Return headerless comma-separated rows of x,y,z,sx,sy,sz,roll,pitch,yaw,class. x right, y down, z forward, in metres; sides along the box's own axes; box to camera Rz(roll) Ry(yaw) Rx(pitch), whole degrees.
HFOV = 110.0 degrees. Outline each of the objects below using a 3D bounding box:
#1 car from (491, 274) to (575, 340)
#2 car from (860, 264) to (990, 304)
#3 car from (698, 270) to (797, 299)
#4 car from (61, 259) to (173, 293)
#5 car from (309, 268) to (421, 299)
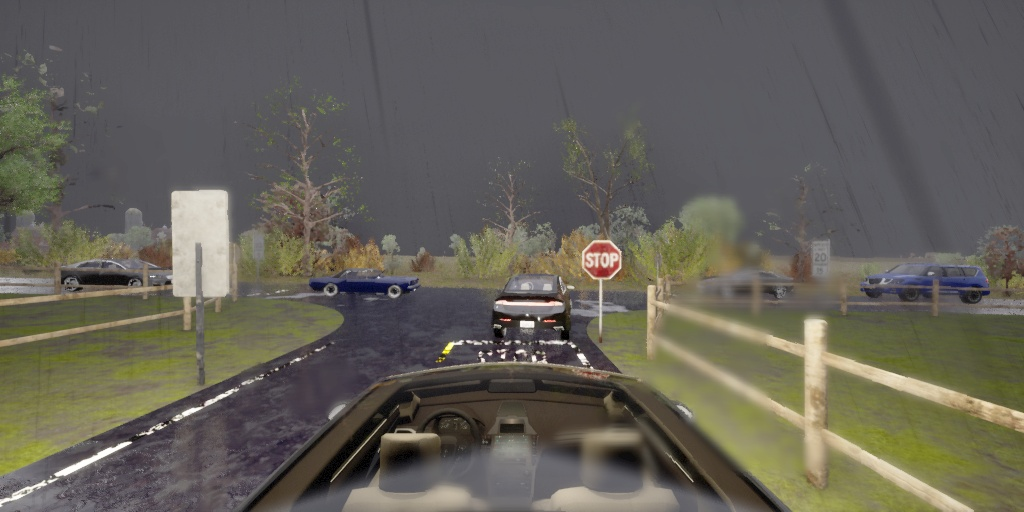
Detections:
0.706,1.240,10.029,2.128,1.511,4.902,0,0,9,car
22.899,1.466,19.977,5.566,2.045,2.150,1,1,0,car
13.003,1.525,19.988,4.902,1.511,2.128,1,1,0,car
-18.490,0.885,17.075,4.902,1.511,2.128,1,1,0,car
-6.823,1.248,17.059,4.718,1.301,1.895,1,1,0,car
